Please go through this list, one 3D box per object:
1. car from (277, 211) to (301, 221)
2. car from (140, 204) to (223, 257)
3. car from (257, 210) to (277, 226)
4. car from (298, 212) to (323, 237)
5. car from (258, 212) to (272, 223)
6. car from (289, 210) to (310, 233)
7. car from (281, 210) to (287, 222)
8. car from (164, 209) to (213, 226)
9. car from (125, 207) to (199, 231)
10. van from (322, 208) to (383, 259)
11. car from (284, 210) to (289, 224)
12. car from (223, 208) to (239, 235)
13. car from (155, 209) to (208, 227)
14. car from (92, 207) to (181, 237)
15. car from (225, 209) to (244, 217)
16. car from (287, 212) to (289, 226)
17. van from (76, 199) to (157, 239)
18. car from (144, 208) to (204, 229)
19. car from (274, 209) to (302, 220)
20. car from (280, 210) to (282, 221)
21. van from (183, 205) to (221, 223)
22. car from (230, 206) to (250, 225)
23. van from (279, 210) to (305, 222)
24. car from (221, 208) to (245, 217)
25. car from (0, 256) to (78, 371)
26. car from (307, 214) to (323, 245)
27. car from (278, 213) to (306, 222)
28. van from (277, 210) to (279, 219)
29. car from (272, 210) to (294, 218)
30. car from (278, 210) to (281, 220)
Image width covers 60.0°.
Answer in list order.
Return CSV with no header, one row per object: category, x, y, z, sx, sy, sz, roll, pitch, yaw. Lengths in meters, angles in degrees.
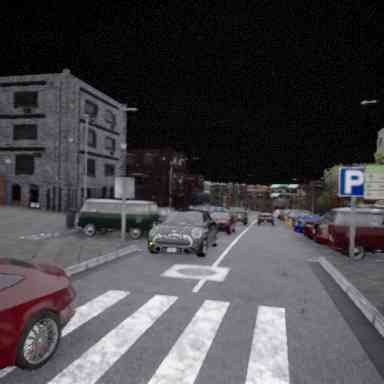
car,19.511,4.770,67.271,4.553,1.767,2.185,2,-3,13
car,-0.205,1.503,13.726,2.097,1.767,4.553,2,-2,12
car,8.763,3.166,39.544,1.837,1.490,4.892,2,-3,13
car,8.731,2.107,18.287,5.008,1.535,2.097,2,-3,12
car,10.892,3.739,49.656,1.837,1.490,4.892,2,-3,13
car,9.302,2.004,20.972,5.566,2.045,2.435,2,-3,13
car,13.107,3.189,37.256,5.366,1.575,1.946,2,-3,13
car,-0.366,2.583,34.254,4.674,1.452,2.002,2,-3,13
car,-2.322,2.076,26.255,5.366,1.575,1.946,2,-3,13
van,7.643,1.635,12.789,4.442,1.987,1.878,2,-2,13
car,11.905,2.878,31.808,5.366,1.575,1.946,2,-3,13
car,2.000,2.114,23.701,1.882,1.535,5.008,2,-3,13
car,-0.939,2.434,31.654,4.674,1.452,2.002,2,-3,13
car,-3.375,1.771,20.650,5.008,1.535,2.097,2,-2,13
car,10.774,5.289,84.592,4.553,1.767,2.185,2,-3,13
car,11.151,2.751,29.117,4.792,1.488,2.163,2,-3,13
van,-4.073,1.411,17.977,4.442,1.987,1.878,2,-2,13
car,-1.514,2.269,28.929,4.792,1.488,2.163,2,-3,13
car,20.174,4.801,69.989,5.566,2.045,2.435,2,-3,13
car,14.101,3.372,42.759,4.553,1.767,2.185,2,-3,13
van,1.329,2.780,42.457,4.442,1.987,1.878,2,-3,13
car,5.221,2.683,38.112,2.150,2.045,5.566,2,-3,13
van,18.457,4.363,61.796,4.442,1.987,1.878,2,-3,13
car,10.115,5.005,81.869,5.566,2.045,2.435,2,-3,13
car,-3.175,1.435,3.298,1.812,1.442,4.674,2,0,22
car,8.150,2.000,15.517,4.792,1.488,2.163,2,-2,13
car,17.730,4.470,59.085,4.674,1.452,2.002,2,-3,13
van,15.825,3.736,50.952,4.442,1.987,1.878,2,-3,13
car,24.326,5.887,89.067,5.566,2.045,2.435,2,-3,13
car,14.723,3.654,45.469,4.892,1.521,2.231,2,-3,13
